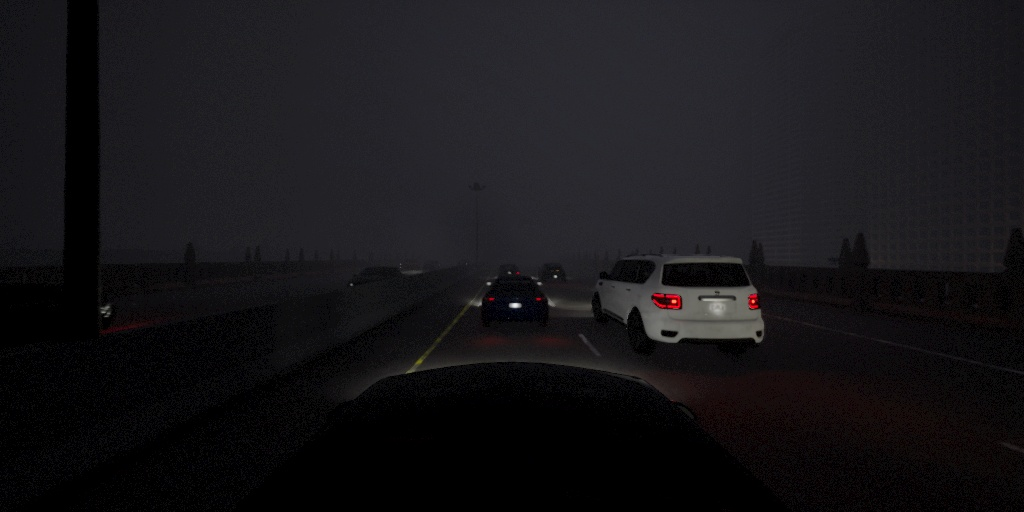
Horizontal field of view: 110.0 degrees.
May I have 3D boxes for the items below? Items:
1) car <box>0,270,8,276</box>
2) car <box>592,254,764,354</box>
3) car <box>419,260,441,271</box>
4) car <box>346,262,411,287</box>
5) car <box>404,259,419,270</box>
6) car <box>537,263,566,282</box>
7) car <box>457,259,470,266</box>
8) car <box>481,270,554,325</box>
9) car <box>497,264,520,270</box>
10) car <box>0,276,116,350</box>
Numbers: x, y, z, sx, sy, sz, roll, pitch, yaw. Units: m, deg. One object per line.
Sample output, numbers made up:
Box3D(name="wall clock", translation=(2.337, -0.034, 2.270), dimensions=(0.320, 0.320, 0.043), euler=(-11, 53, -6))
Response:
Box3D(name="car", translation=(-14.117, 1.112, 7.933), dimensions=(2.097, 1.767, 4.553), euler=(0, 0, 0))
Box3D(name="car", translation=(3.594, 0.985, 8.965), dimensions=(2.150, 2.045, 5.566), euler=(0, 0, 0))
Box3D(name="car", translation=(-11.584, 1.320, 52.103), dimensions=(1.882, 1.535, 5.008), euler=(0, 0, -1))
Box3D(name="car", translation=(-7.217, 1.287, 19.412), dimensions=(1.837, 1.490, 4.892), euler=(0, 0, -1))
Box3D(name="car", translation=(-15.108, 1.195, 53.250), dimensions=(2.097, 1.767, 4.553), euler=(0, 0, -1))
Box3D(name="car", translation=(3.231, 1.307, 29.580), dimensions=(1.837, 1.490, 4.892), euler=(0, 0, -2))
Box3D(name="car", translation=(-8.337, 1.340, 61.879), dimensions=(1.882, 1.535, 5.008), euler=(0, 0, -1))
Box3D(name="car", translation=(0.075, 1.333, 11.852), dimensions=(1.994, 1.385, 4.181), euler=(0, 0, 0))
Box3D(name="car", translation=(-0.267, 1.349, 29.658), dimensions=(2.033, 1.411, 5.357), euler=(0, 0, -2))
Box3D(name="car", translation=(-10.612, 1.263, 6.666), dimensions=(1.837, 1.490, 4.892), euler=(0, 0, 0))
